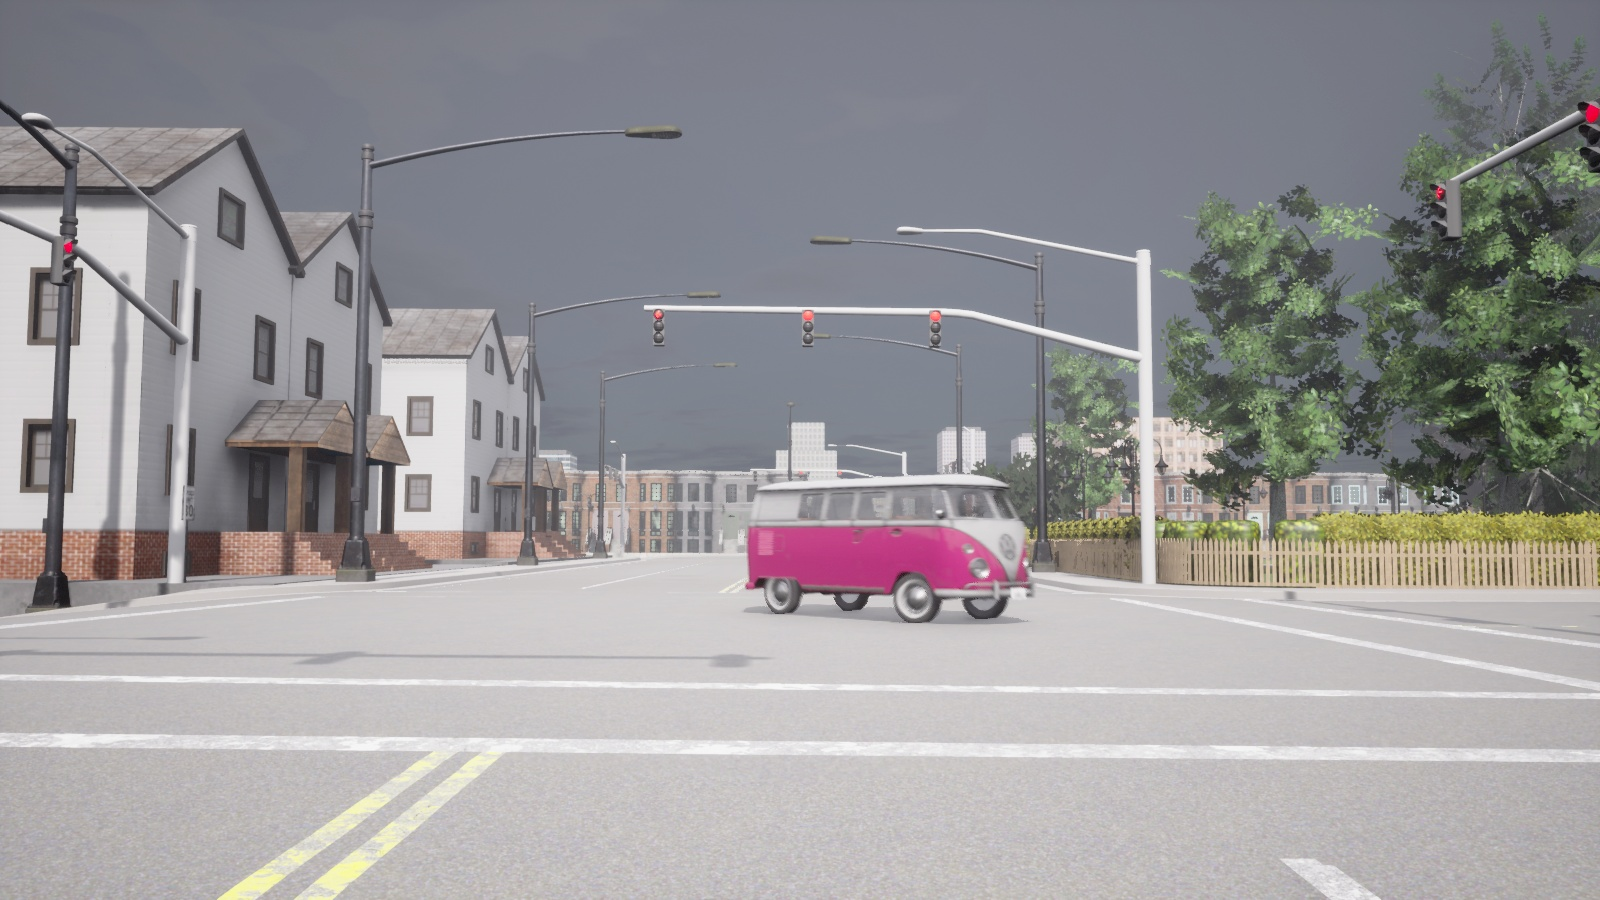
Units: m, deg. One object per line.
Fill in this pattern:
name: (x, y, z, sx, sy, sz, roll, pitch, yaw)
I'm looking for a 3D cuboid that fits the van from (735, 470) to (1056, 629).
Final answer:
van: (1.236, 1.383, 17.850, 1.775, 1.987, 4.442, 4, -6, -45)
